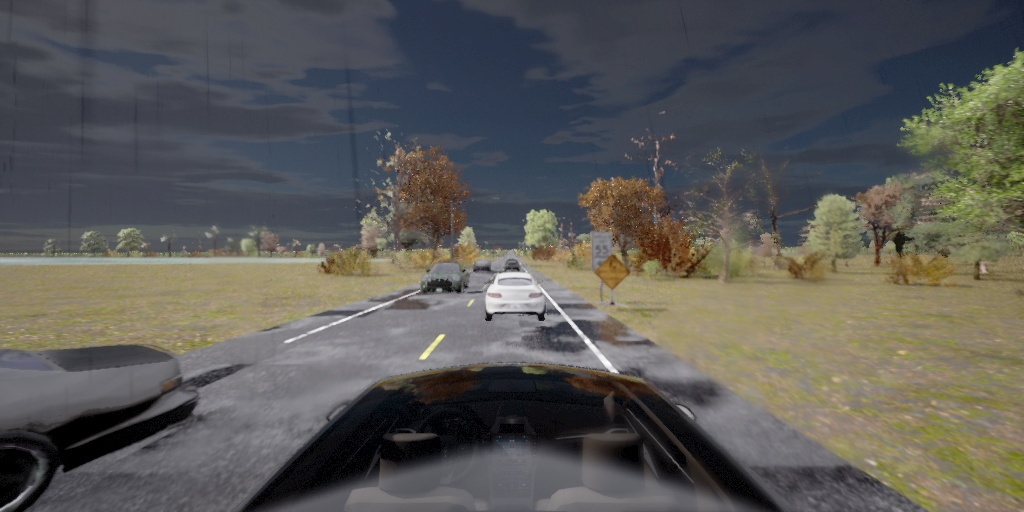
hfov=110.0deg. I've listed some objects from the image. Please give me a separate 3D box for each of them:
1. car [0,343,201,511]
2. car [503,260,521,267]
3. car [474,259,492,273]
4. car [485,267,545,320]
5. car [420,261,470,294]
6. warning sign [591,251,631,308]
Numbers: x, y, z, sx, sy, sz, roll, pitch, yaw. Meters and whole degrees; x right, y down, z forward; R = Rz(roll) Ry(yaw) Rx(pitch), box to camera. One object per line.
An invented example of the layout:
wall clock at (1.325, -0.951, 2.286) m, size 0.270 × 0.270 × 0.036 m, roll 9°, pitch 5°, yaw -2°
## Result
car at (-5.227, 1.296, 1.863) m, size 2.033 × 1.411 × 5.357 m, roll 0°, pitch 0°, yaw 29°
car at (0.026, 1.182, 44.050) m, size 1.837 × 1.490 × 4.892 m, roll 0°, pitch 0°, yaw 0°
car at (-3.521, 1.163, 43.552) m, size 1.882 × 1.535 × 5.008 m, roll 0°, pitch 0°, yaw 1°
car at (0.091, 1.262, 12.389) m, size 1.812 × 1.442 × 4.674 m, roll 0°, pitch 0°, yaw 0°
car at (-3.589, 1.086, 19.942) m, size 2.097 × 1.767 × 4.553 m, roll 0°, pitch 0°, yaw 0°
warning sign at (3.557, 0.845, 12.765) m, size 1.300 × 1.860 × 1.060 m, roll 0°, pitch 0°, yaw 0°
